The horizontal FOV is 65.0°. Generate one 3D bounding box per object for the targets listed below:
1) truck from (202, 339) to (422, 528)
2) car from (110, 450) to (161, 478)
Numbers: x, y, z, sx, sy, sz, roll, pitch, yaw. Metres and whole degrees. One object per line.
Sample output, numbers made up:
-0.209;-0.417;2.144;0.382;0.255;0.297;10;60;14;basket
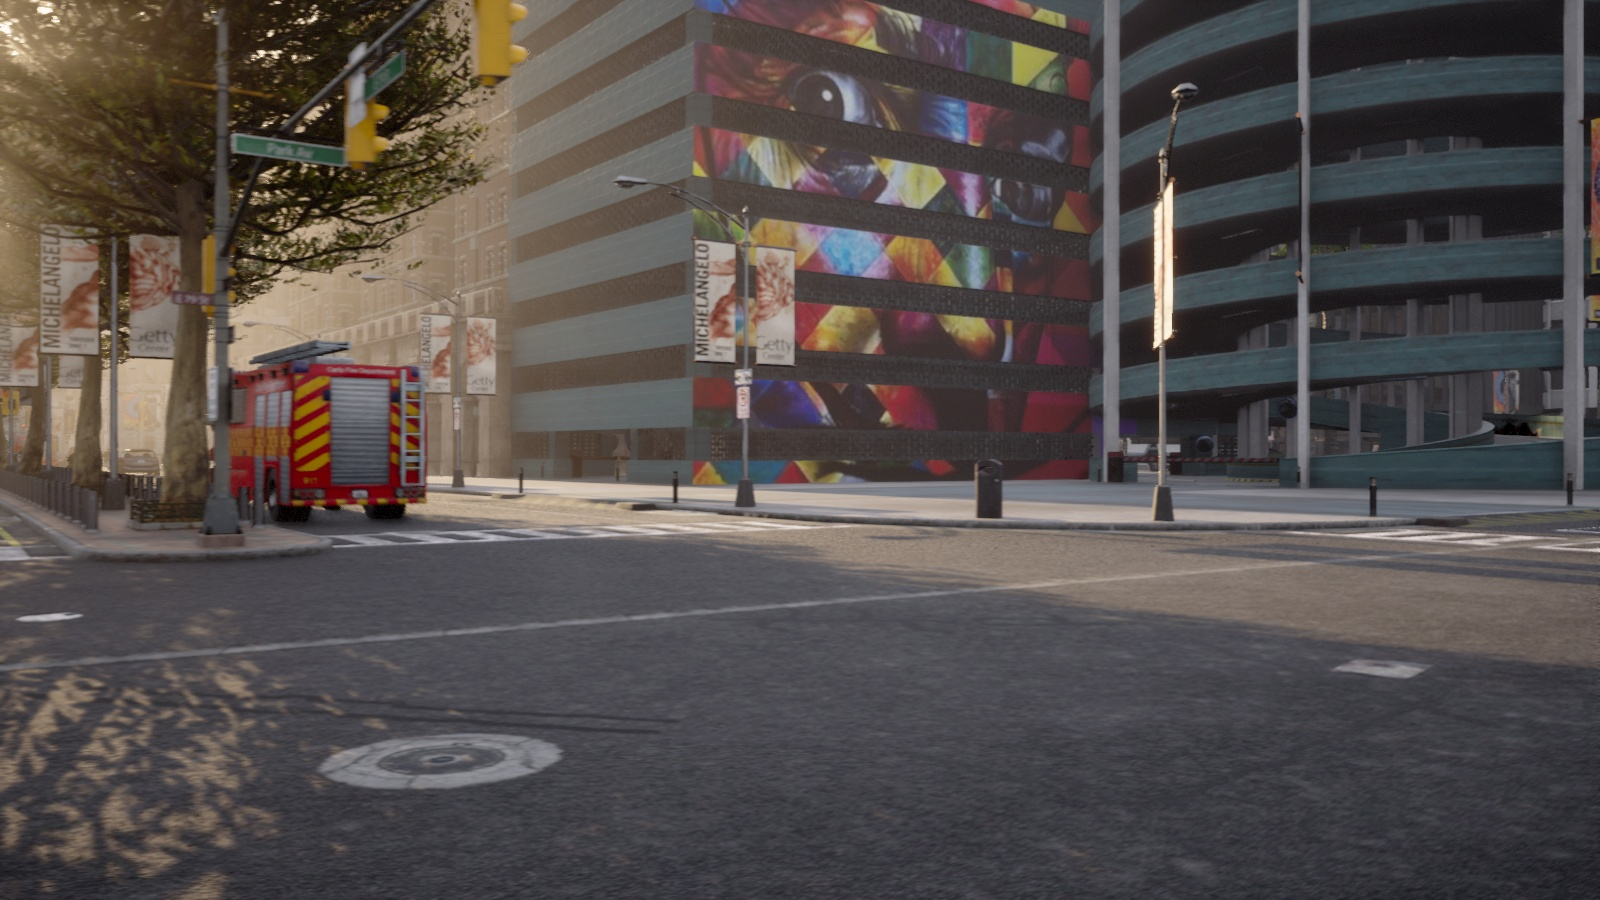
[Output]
-11.802;-0.322;29.806;2.891;3.827;8.468;0;0;-35;truck
-41.053;0.866;77.536;2.242;1.667;4.611;0;0;-35;car
